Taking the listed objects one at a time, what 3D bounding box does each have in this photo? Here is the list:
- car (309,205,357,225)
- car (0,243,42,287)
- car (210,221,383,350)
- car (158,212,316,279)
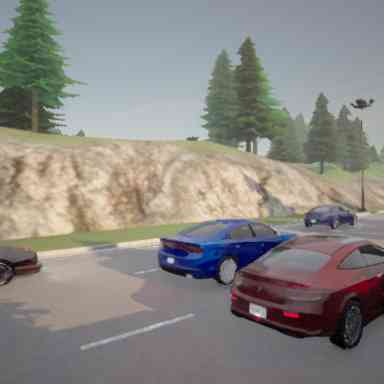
[{"bbox_3d":[8.877,1.530,21.285,4.674,1.442,1.812,0,0,-43],"label":"car"},{"bbox_3d":[-6.505,1.624,7.720,5.357,1.411,2.033,0,0,-36],"label":"car"},{"bbox_3d":[2.702,1.528,6.258,4.674,1.442,1.812,0,0,-40],"label":"car"},{"bbox_3d":[1.358,1.501,9.684,5.008,1.535,1.882,0,0,-41],"label":"car"}]
